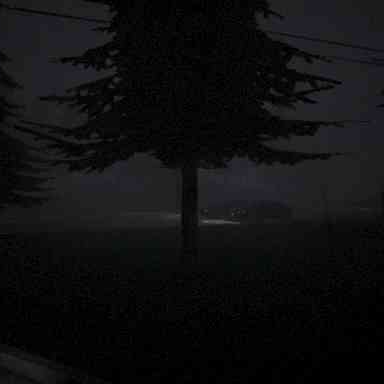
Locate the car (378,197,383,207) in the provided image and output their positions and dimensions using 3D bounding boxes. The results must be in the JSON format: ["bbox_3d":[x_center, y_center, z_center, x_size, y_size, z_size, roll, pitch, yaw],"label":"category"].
[{"bbox_3d":[25.306,1.306,39.521,5.357,1.411,2.033,0,0,-20],"label":"car"}]

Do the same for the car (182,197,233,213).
[{"bbox_3d":[1.583,1.320,34.551,4.902,1.511,2.128,0,0,-20],"label":"car"}]

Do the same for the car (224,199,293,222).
[{"bbox_3d":[5.161,1.374,24.742,4.892,1.490,1.837,0,0,-21],"label":"car"}]

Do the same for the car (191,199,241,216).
[{"bbox_3d":[2.230,1.408,31.057,4.181,1.385,1.994,0,0,-20],"label":"car"}]

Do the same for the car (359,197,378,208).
[{"bbox_3d":[24.161,1.292,42.829,5.357,1.411,2.033,0,0,-20],"label":"car"}]

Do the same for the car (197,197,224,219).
[{"bbox_3d":[2.914,1.337,27.579,5.008,1.535,1.882,0,0,-20],"label":"car"}]
